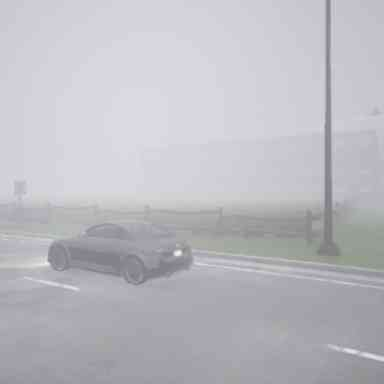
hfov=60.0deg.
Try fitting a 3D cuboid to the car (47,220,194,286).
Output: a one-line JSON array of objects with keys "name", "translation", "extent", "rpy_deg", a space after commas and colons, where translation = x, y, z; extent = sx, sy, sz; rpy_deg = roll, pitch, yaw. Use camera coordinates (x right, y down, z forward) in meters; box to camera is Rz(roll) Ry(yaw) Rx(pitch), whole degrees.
[{"name": "car", "translation": [-2.050, 1.471, 9.199], "extent": [4.181, 1.385, 1.994], "rpy_deg": [0, 1, 32]}]
